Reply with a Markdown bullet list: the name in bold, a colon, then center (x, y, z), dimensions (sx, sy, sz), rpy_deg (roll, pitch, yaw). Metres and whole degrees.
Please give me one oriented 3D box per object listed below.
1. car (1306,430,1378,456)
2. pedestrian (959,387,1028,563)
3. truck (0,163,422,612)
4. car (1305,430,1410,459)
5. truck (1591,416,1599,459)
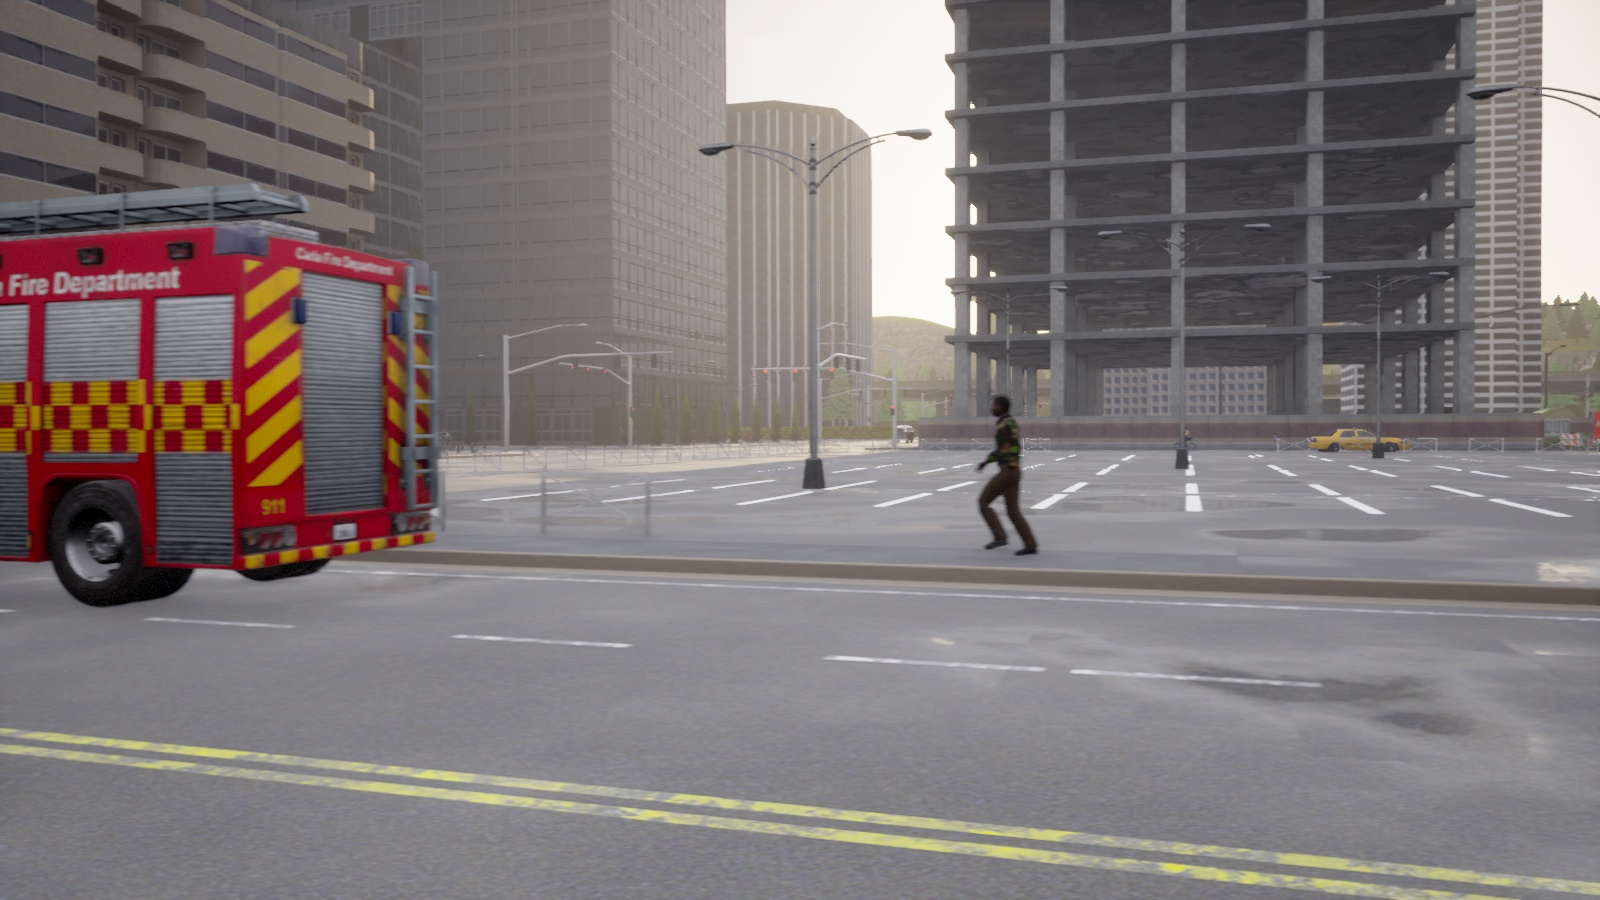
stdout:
- **car**: center (34.236, -0.474, 79.440), dimensions (3.988, 1.617, 1.851), rpy_deg (0, 1, 17)
- **pedestrian**: center (2.167, 0.268, 14.031), dimensions (0.692, 1.930, 0.395), rpy_deg (1, 1, 19)
- **truck**: center (-8.528, -0.585, 13.396), dimensions (8.468, 3.827, 2.891), rpy_deg (1, 1, 18)
- **car**: center (32.204, -0.334, 72.743), dimensions (5.366, 1.575, 1.801), rpy_deg (0, 1, 17)
- **truck**: center (48.461, -0.679, 71.512), dimensions (5.204, 2.467, 2.627), rpy_deg (0, 1, 16)
